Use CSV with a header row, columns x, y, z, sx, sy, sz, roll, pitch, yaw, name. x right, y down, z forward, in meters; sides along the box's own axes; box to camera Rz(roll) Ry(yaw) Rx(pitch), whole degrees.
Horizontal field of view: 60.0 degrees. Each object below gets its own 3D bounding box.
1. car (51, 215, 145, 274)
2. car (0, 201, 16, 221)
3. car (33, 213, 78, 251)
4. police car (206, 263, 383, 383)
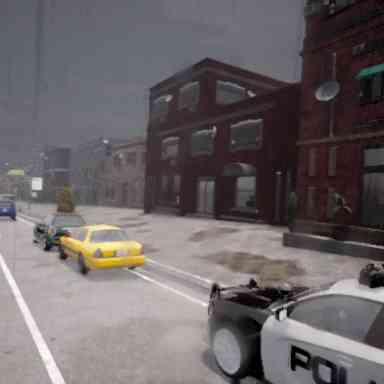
x,y,z,sx,sy,sz,roll,pitch,yaw,name
-3.495,1.849,12.074,1.801,1.575,5.366,3,-2,-33,car
-20.153,1.944,35.546,2.150,2.045,5.566,3,-2,-33,car
-6.674,1.834,16.908,2.097,1.767,4.553,3,-2,-33,car
2.051,1.621,3.655,1.930,1.638,5.238,3,-3,-33,police car
